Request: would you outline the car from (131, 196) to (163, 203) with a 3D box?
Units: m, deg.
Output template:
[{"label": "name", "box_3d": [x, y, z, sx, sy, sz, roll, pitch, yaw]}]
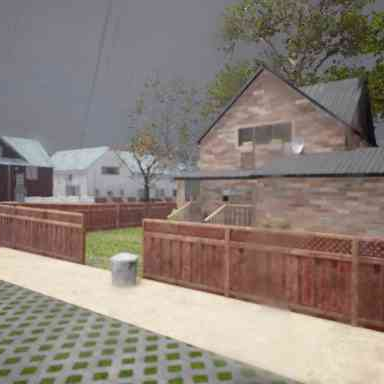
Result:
[{"label": "car", "box_3d": [-4.756, 1.319, 34.298, 2.097, 1.767, 4.553, 1, 0, 37]}]
